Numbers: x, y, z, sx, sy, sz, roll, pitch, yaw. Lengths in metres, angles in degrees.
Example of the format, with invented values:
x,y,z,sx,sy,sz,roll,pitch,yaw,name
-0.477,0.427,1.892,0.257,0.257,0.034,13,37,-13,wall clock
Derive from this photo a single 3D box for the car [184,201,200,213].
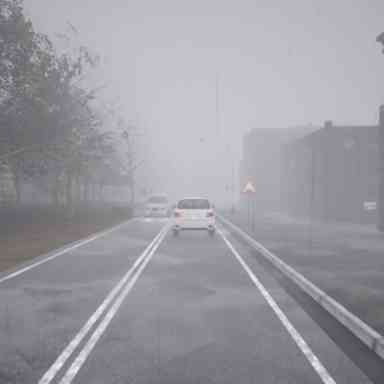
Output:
x,y,z,sx,sy,sz,roll,pitch,yaw,name
0.024,1.869,42.753,1.895,1.301,4.718,0,0,0,car

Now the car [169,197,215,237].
x,y,z,sx,sy,sz,roll,pitch,yaw,name
0.090,1.291,18.740,2.150,2.045,5.566,0,0,0,car

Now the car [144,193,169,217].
x,y,z,sx,sy,sz,roll,pitch,yaw,name
-3.390,1.300,33.309,2.150,2.045,5.566,0,6,0,car
